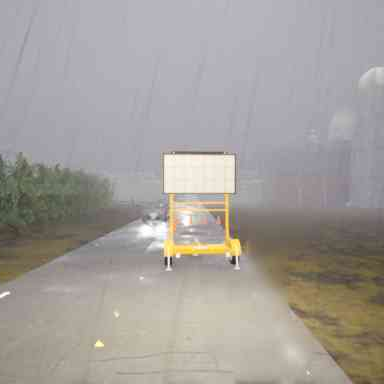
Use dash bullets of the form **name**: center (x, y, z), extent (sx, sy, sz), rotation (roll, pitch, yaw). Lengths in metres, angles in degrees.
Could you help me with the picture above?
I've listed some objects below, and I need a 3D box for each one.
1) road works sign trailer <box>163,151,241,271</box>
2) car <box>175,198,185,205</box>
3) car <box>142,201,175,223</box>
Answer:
- **road works sign trailer**: center (0.233, 0.470, 11.020), extent (2.380, 3.560, 2.880), rotation (0, 0, -4)
- **car**: center (-2.492, 1.880, 67.474), extent (1.994, 1.385, 4.181), rotation (0, 0, 1)
- **car**: center (-2.745, 1.543, 26.202), extent (2.128, 1.511, 4.902), rotation (0, 0, 0)
